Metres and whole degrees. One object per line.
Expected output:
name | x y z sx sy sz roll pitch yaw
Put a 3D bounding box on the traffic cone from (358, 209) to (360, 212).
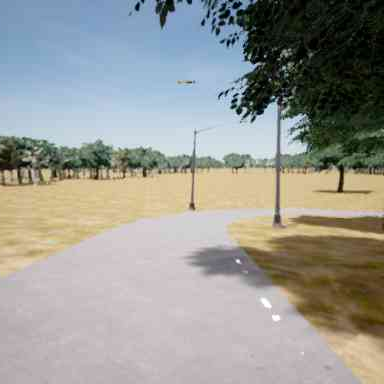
traffic cone | 27.504 2.904 54.780 0.340 0.580 0.340 3 4 -9
